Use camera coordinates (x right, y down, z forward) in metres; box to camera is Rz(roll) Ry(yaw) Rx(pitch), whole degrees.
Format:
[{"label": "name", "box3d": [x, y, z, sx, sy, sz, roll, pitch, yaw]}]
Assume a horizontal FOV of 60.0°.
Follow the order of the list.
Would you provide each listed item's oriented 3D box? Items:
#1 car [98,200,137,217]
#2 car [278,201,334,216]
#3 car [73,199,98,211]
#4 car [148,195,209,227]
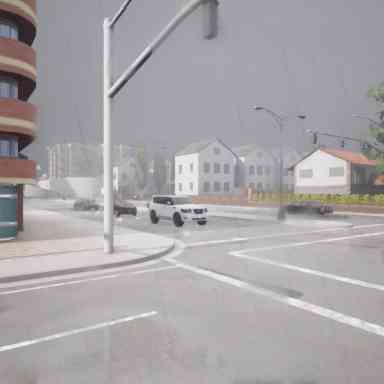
[{"label": "car", "box3d": [-7.002, 1.476, 32.027, 1.882, 1.535, 5.008, 0, 0, -34]}, {"label": "car", "box3d": [11.026, 1.547, 32.549, 2.033, 1.411, 5.357, 0, 0, -34]}, {"label": "car", "box3d": [-13.047, 1.547, 40.786, 2.033, 1.411, 5.357, 0, 0, -35]}, {"label": "car", "box3d": [-1.094, 1.221, 23.488, 2.150, 2.045, 5.566, 0, 0, -35]}]
